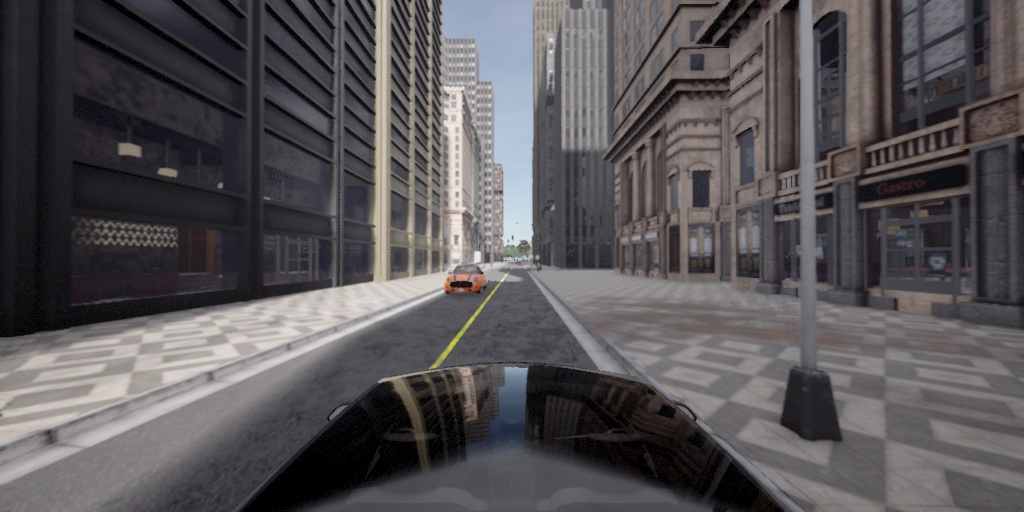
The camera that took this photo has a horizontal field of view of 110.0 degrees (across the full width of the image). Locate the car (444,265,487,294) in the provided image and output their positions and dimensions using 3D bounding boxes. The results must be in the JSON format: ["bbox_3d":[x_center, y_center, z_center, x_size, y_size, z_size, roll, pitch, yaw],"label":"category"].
[{"bbox_3d":[-2.753,1.319,21.931,2.097,1.767,4.553,0,-1,1],"label":"car"}]
